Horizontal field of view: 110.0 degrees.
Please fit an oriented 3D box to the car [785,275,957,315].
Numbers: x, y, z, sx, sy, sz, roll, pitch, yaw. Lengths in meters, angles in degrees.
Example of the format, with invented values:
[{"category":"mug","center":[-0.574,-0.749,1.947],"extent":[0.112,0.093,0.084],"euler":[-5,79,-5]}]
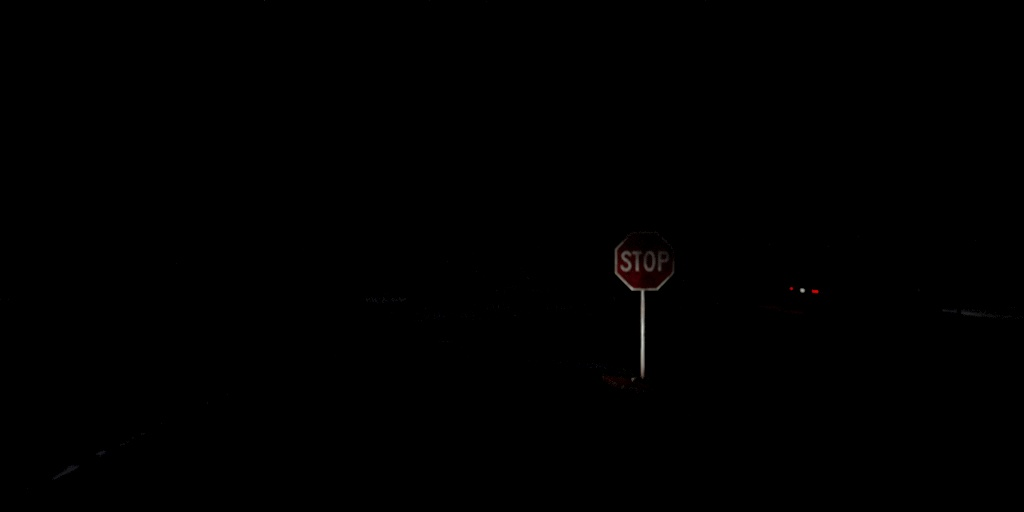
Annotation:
[{"category":"car","center":[14.066,1.459,14.229],"extent":[5.357,1.411,2.033],"euler":[1,0,1]}]
